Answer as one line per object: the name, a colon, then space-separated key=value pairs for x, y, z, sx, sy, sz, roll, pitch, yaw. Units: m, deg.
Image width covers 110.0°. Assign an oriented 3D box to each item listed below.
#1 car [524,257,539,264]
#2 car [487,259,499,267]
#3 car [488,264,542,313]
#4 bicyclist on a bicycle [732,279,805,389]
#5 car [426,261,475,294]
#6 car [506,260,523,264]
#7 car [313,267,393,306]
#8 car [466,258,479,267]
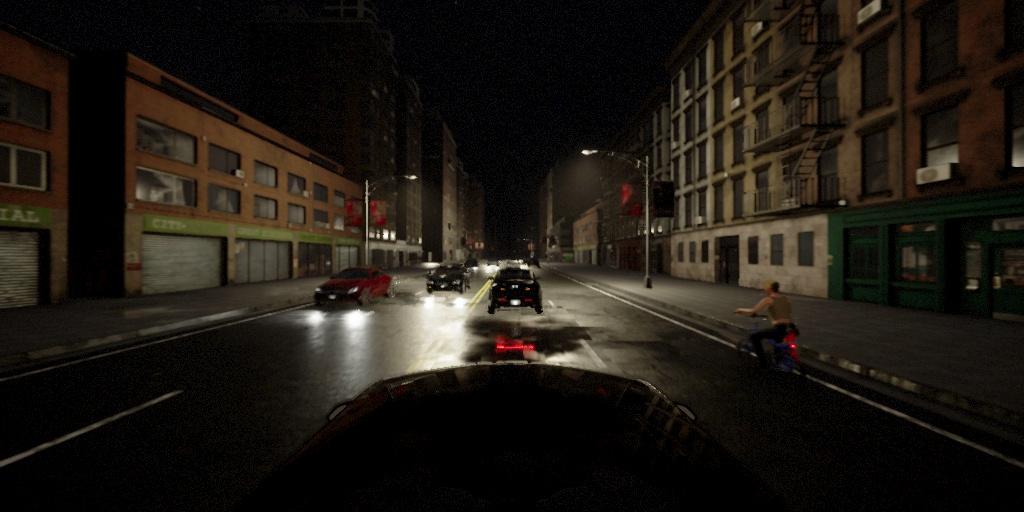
car: x=3.408 y=1.072 z=58.379 sx=1.837 sy=1.490 sz=4.892 roll=0 pitch=0 yaw=0
car: x=-3.227 y=1.155 z=60.681 sx=1.895 sy=1.301 sz=4.718 roll=0 pitch=0 yaw=1
car: x=0.111 y=1.219 z=13.859 sx=1.837 sy=1.490 sz=4.892 roll=0 pitch=0 yaw=0
bicyclist on a bicycle: x=4.181 y=1.179 z=5.872 sx=0.866 sy=1.612 sz=1.509 roll=0 pitch=0 yaw=0
car: x=-3.332 y=1.197 z=19.637 sx=1.837 sy=1.490 sz=4.892 roll=0 pitch=0 yaw=0
car: x=0.149 y=1.205 z=47.043 sx=1.895 sy=1.301 sz=4.718 roll=0 pitch=0 yaw=0
car: x=-6.587 y=1.228 z=15.480 sx=1.812 sy=1.442 sz=4.674 roll=0 pitch=0 yaw=0
car: x=-6.484 y=1.085 z=58.301 sx=1.812 sy=1.442 sz=4.674 roll=0 pitch=0 yaw=1
